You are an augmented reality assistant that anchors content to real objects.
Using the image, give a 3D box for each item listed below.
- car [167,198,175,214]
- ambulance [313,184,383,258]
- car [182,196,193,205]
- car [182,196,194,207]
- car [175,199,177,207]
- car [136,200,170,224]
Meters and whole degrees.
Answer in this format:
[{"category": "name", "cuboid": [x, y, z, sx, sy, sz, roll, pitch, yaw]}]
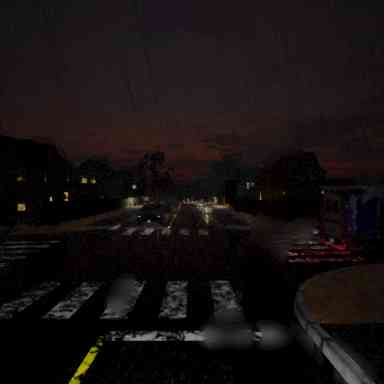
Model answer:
[{"category": "car", "cuboid": [-3.176, 1.629, 35.664, 1.994, 1.385, 4.181, 0, 0, -1]}, {"category": "ambulance", "cuboid": [7.760, 0.943, 11.645, 6.366, 2.431, 2.351, -1, 2, 0]}, {"category": "car", "cuboid": [-0.854, 1.623, 66.871, 2.097, 1.767, 4.553, 0, 0, -2]}, {"category": "car", "cuboid": [-0.673, 1.789, 56.902, 1.895, 1.301, 4.718, 0, 0, -1]}, {"category": "car", "cuboid": [-3.455, 1.731, 56.123, 2.033, 1.411, 5.357, 0, 0, 0]}, {"category": "car", "cuboid": [-2.989, 1.580, 25.085, 2.033, 1.411, 5.357, 0, 0, -2]}]
